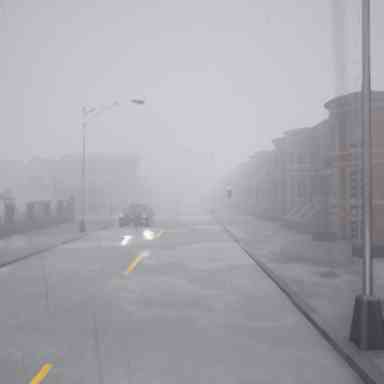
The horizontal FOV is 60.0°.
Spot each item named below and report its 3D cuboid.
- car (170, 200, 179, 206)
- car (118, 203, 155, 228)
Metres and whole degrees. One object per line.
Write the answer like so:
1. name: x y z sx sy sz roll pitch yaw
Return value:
1. car: -3.953 2.603 77.450 2.033 1.411 5.357 0 -1 0
2. car: -4.014 1.620 24.634 2.097 1.767 4.553 0 -1 0
